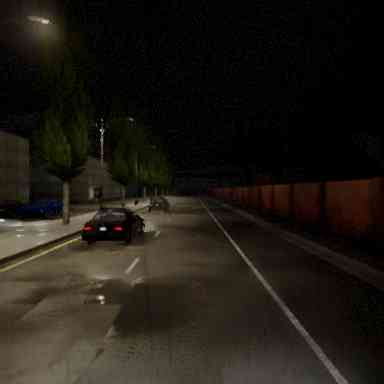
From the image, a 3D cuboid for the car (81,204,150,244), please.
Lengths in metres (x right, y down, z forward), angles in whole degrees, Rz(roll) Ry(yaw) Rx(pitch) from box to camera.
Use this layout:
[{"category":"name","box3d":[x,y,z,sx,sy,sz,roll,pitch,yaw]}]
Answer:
[{"category":"car","box3d":[-3.404,1.450,15.208,2.033,1.411,5.357,0,0,0]}]

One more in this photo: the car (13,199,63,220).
[{"category":"car","box3d":[-11.596,1.311,26.134,1.882,1.535,5.008,0,0,0]}]

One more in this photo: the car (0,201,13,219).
[{"category":"car","box3d":[-15.093,1.391,27.115,1.994,1.385,4.181,0,0,0]}]

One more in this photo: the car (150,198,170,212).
[{"category":"car","box3d":[-3.407,1.324,34.950,2.033,1.411,5.357,0,0,0]}]
